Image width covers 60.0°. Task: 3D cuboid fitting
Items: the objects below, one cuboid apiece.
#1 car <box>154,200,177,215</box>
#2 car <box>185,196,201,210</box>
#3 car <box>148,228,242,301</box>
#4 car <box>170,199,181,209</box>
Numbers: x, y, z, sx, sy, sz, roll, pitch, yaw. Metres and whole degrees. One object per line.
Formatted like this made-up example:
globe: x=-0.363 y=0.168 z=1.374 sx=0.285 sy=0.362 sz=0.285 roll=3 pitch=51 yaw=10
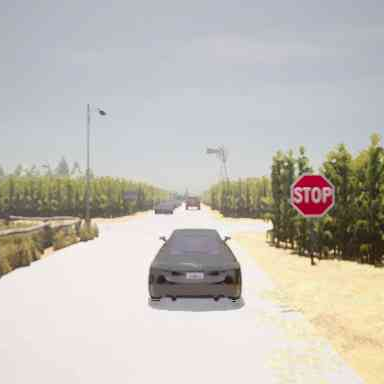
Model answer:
car: x=-3.163 y=1.892 z=38.154 sx=1.994 sy=1.385 sz=4.181 roll=0 pitch=-1 yaw=0
car: x=0.144 y=1.623 z=50.746 sx=2.150 sy=2.045 sz=5.566 roll=0 pitch=-1 yaw=0
car: x=0.076 y=1.602 z=8.462 sx=1.994 sy=1.385 sz=4.181 roll=0 pitch=0 yaw=0
car: x=-3.141 y=1.942 z=52.751 sx=1.837 sy=1.490 sz=4.892 roll=0 pitch=-1 yaw=0
